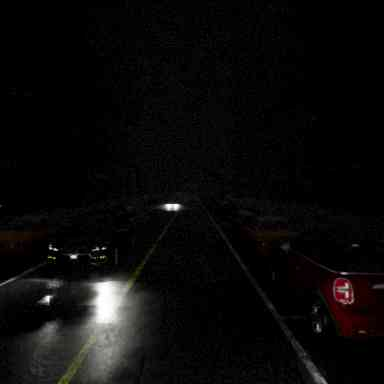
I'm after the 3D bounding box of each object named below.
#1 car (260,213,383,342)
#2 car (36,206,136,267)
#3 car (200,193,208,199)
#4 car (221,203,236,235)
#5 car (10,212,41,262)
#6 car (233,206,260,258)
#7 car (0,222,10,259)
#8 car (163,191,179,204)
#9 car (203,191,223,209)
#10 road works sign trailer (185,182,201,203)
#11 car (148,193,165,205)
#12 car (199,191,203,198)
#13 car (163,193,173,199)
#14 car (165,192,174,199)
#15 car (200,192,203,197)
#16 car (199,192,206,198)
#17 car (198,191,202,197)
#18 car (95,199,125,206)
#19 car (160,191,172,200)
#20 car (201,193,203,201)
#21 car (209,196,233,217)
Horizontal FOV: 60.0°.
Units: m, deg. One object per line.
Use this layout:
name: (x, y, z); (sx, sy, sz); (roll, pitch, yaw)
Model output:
car: (2.766, 1.392, 6.412); (1.967, 1.590, 4.097); (0, 0, 0)
car: (-3.089, 1.422, 11.111); (1.837, 1.490, 4.892); (0, 0, 0)
car: (2.842, 0.986, 79.234); (1.947, 1.339, 4.313); (0, 0, 0)
car: (2.778, 1.451, 17.616); (1.802, 1.307, 4.206); (0, 0, 0)
car: (-5.753, 1.437, 11.845); (1.752, 1.417, 4.829); (0, 0, 0)
car: (2.772, 1.434, 12.184); (1.752, 1.417, 4.829); (0, 0, 0)
car: (-5.759, 1.497, 6.413); (1.887, 1.381, 4.507); (0, 0, 0)
car: (-3.020, 1.104, 52.592); (2.128, 1.511, 4.902); (0, 0, 0)
car: (2.800, 1.019, 40.021); (2.192, 1.841, 5.009); (0, 0, 0)
road works sign trailer: (0.061, 0.034, 58.622); (2.380, 3.560, 2.880); (0, 0, 0)
car: (-5.712, 1.168, 51.229); (1.887, 1.381, 4.507); (0, 0, 0)
car: (2.825, 1.066, 62.598); (1.752, 1.417, 4.829); (0, 0, 0)
car: (-5.683, 0.987, 79.239); (1.947, 1.339, 4.313); (0, 0, 0)
car: (-5.678, 0.821, 84.840); (1.967, 1.590, 4.097); (0, 0, 0)
car: (2.819, 1.133, 56.827); (2.008, 1.369, 4.403); (0, 0, 0)
car: (2.853, 0.780, 90.436); (1.967, 1.590, 4.097); (0, 0, 0)
car: (2.829, 0.816, 68.029); (2.192, 1.841, 5.009); (0, 0, 0)
car: (-5.742, 1.268, 23.219); (1.967, 1.590, 4.097); (0, 0, 0)
car: (-5.690, 0.776, 73.636); (2.192, 1.841, 5.009); (0, 0, 0)
car: (2.813, 1.189, 51.226); (1.947, 1.339, 4.313); (0, 0, 0)
car: (2.790, 1.331, 28.819); (1.887, 1.381, 4.507); (0, 0, 0)
